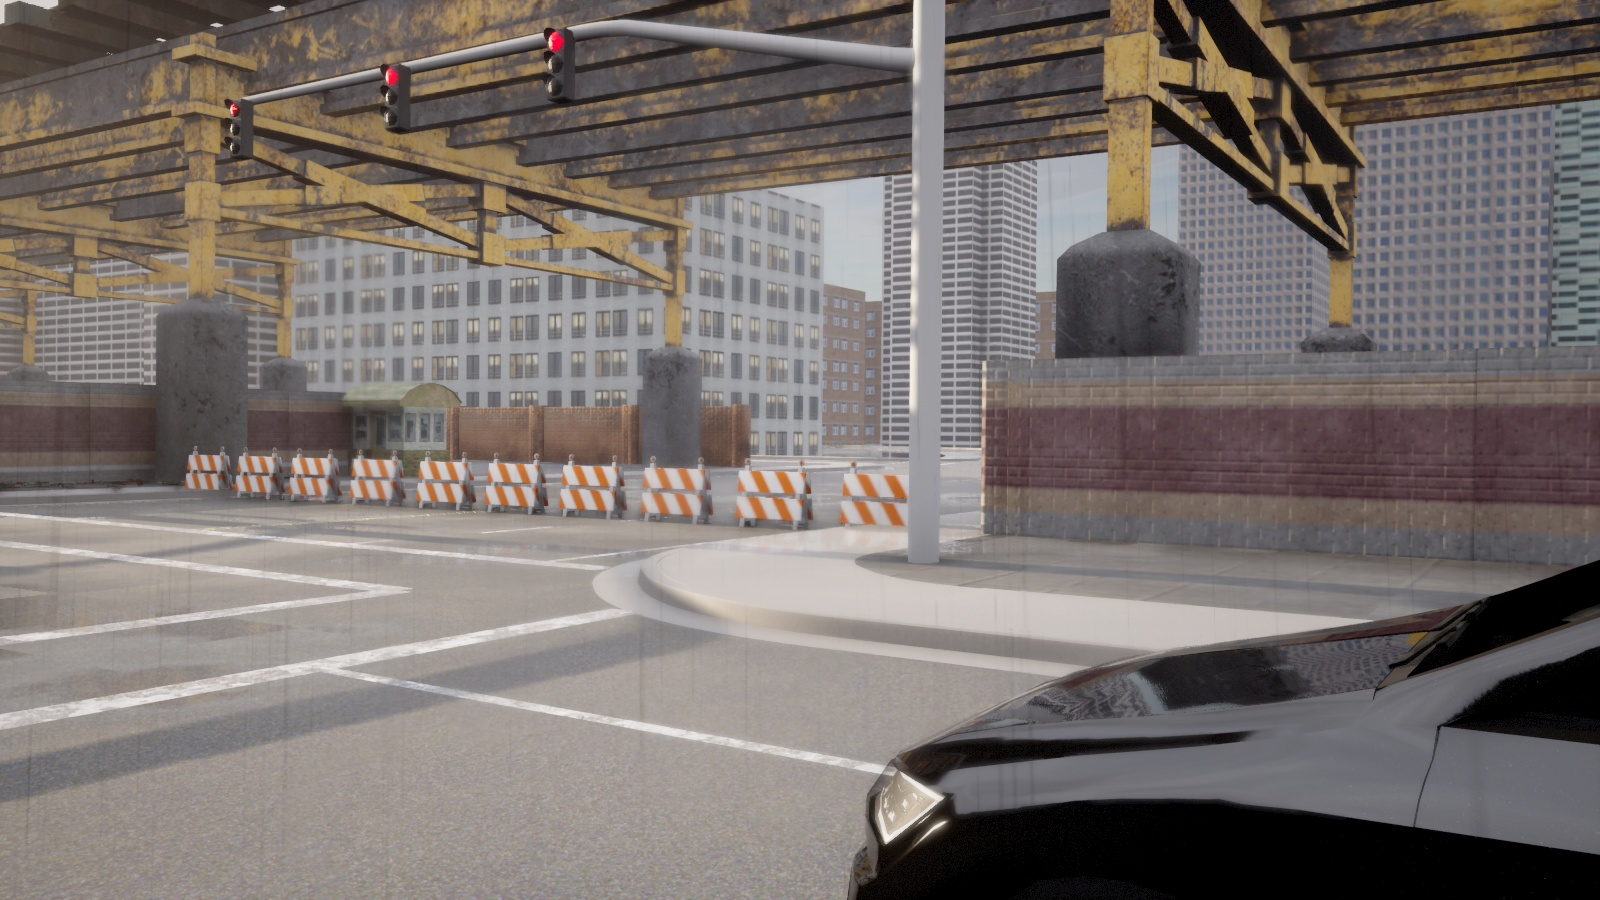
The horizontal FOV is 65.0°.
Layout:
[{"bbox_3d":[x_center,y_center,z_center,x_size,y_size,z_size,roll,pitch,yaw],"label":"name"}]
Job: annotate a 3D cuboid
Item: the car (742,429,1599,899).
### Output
[{"bbox_3d":[2.136,0.696,2.204,4.193,1.474,1.816,0,1,34],"label":"car"}]
